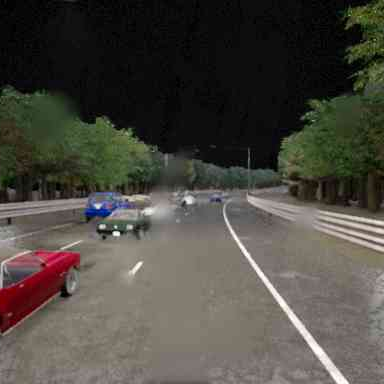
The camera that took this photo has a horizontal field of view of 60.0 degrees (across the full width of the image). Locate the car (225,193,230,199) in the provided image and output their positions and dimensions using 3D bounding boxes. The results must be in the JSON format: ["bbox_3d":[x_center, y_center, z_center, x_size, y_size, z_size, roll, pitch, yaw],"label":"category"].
[{"bbox_3d":[7.761,0.812,77.816,1.994,1.385,4.181,0,1,12],"label":"car"}]

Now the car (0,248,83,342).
[{"bbox_3d":[-3.457,1.584,5.568,1.895,1.301,4.718,0,0,1],"label":"car"}]

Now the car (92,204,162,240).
[{"bbox_3d":[-3.037,1.527,16.659,1.895,1.301,4.718,0,0,6],"label":"car"}]

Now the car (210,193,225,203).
[{"bbox_3d":[4.179,1.105,57.916,1.882,1.535,5.008,0,1,9],"label":"car"}]

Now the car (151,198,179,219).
[{"bbox_3d":[-2.531,1.454,27.262,1.895,1.301,4.718,0,0,4],"label":"car"}]

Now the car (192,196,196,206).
[{"bbox_3d":[-0.447,1.230,48.846,1.812,1.442,4.674,0,0,7],"label":"car"}]

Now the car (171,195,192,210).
[{"bbox_3d":[-1.635,1.270,38.053,2.128,1.511,4.902,0,0,6],"label":"car"}]

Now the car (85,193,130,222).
[{"bbox_3d":[-6.080,1.089,24.666,2.150,2.045,5.566,0,0,4],"label":"car"}]
